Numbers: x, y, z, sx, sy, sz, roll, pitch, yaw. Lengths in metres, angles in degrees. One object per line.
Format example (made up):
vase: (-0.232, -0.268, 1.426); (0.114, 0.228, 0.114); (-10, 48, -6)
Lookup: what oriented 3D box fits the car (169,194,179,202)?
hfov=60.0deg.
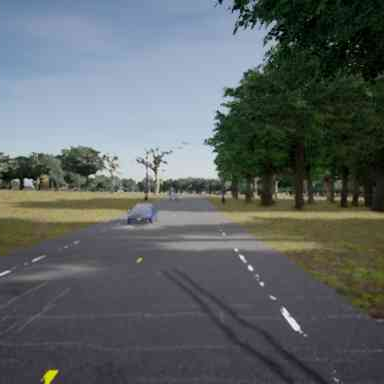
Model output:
car: (-3.539, 1.113, 65.590); (2.128, 1.511, 4.902); (0, 1, 0)

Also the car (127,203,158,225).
car: (-3.608, 1.573, 24.947); (1.812, 1.442, 4.674); (0, 0, 0)
